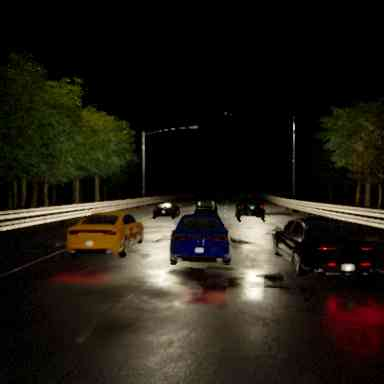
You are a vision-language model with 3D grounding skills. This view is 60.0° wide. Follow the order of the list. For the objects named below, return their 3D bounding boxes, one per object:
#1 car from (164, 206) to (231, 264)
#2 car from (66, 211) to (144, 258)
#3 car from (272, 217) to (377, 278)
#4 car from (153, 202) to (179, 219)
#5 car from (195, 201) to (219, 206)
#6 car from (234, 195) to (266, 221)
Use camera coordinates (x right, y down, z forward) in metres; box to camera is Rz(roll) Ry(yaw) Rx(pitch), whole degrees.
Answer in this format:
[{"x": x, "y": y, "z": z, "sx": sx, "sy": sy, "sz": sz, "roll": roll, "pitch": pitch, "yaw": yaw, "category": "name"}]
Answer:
[{"x": 0.320, "y": 1.488, "z": 11.877, "sx": 1.882, "sy": 1.535, "sz": 5.008, "roll": 0, "pitch": 0, "yaw": 3, "category": "car"}, {"x": -3.131, "y": 1.487, "z": 12.947, "sx": 1.882, "sy": 1.535, "sz": 5.008, "roll": 0, "pitch": -1, "yaw": 2, "category": "car"}, {"x": 3.750, "y": 1.516, "z": 10.190, "sx": 1.837, "sy": 1.490, "sz": 4.892, "roll": 0, "pitch": 0, "yaw": 2, "category": "car"}, {"x": -2.177, "y": 1.570, "z": 29.380, "sx": 1.994, "sy": 1.385, "sz": 4.181, "roll": 0, "pitch": 0, "yaw": 5, "category": "car"}, {"x": 1.273, "y": 1.501, "z": 28.654, "sx": 2.128, "sy": 1.511, "sz": 4.902, "roll": 0, "pitch": 0, "yaw": 5, "category": "car"}, {"x": 4.668, "y": 1.238, "z": 27.267, "sx": 2.150, "sy": 2.045, "sz": 5.566, "roll": 0, "pitch": 0, "yaw": 5, "category": "car"}]
